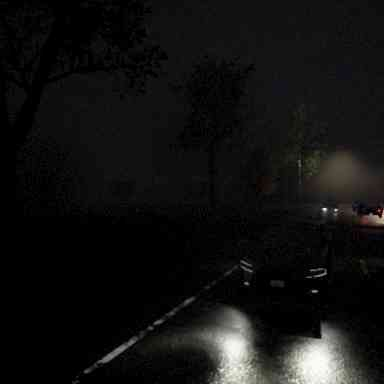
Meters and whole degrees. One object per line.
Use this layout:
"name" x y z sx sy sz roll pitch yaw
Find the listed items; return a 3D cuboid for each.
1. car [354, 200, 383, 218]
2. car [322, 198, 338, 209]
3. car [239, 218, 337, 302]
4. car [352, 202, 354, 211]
"car" 16.582 1.682 31.160 1.895 1.301 4.718 0 0 24
"car" 20.384 1.649 48.933 1.812 1.442 4.674 0 0 23
"car" 2.659 1.493 8.670 1.882 1.535 5.008 0 0 24
"car" 20.274 1.671 39.654 1.994 1.385 4.181 0 0 24
